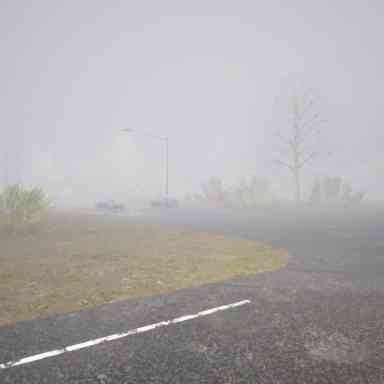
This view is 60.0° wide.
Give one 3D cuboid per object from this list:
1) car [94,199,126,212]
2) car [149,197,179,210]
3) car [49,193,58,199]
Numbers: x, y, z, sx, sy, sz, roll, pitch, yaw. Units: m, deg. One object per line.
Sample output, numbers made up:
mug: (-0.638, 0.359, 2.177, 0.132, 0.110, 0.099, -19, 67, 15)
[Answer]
car: (-9.097, 1.455, 36.786, 1.895, 1.301, 4.718, 0, 0, -37)
car: (-3.508, 1.332, 41.001, 2.128, 1.511, 4.902, 0, 0, -37)
car: (-34.385, 1.045, 81.749, 1.837, 1.490, 4.892, 0, 0, -37)
